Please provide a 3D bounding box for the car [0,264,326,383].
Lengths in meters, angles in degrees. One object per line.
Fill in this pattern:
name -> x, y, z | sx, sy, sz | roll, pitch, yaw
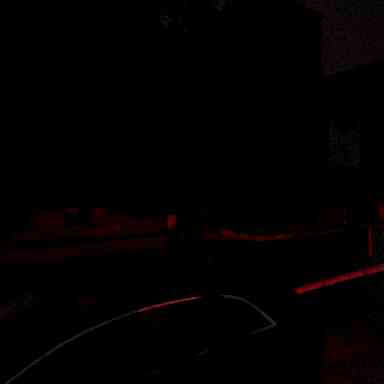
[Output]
car -> -0.871, 1.506, 2.756 | 4.892, 1.490, 1.837 | 0, 0, -36
